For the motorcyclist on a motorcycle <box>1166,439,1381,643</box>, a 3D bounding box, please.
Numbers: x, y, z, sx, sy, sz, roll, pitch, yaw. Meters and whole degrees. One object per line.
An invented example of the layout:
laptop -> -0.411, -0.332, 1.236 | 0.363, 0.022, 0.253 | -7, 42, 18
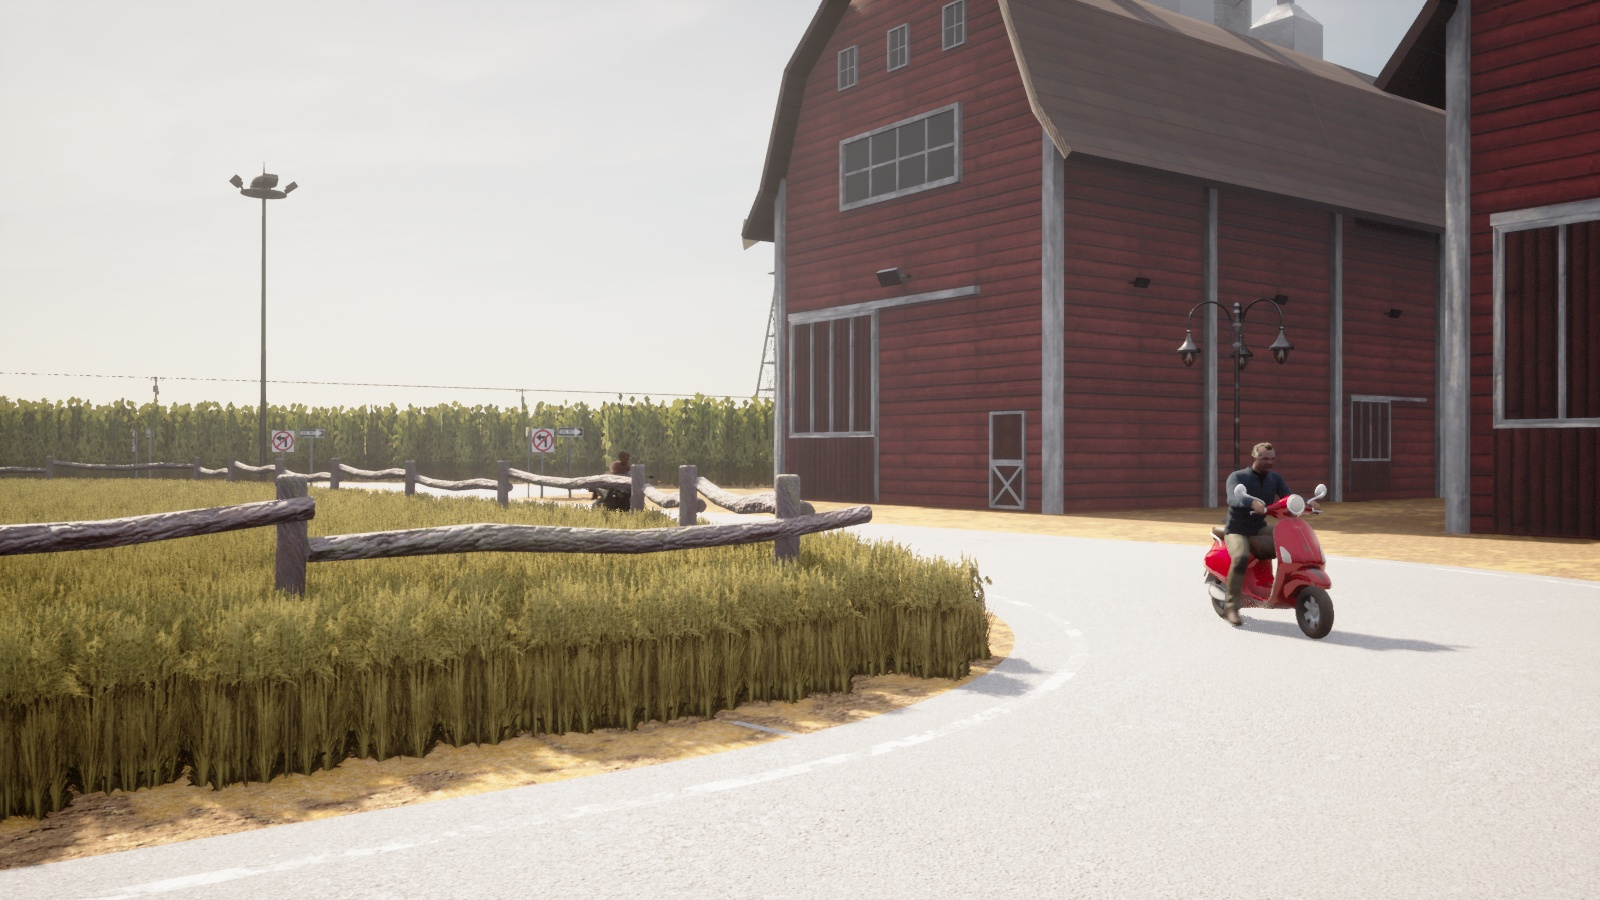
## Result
motorcyclist on a motorcycle -> 3.991, 0.716, 10.765 | 0.866, 1.590, 1.817 | 0, -1, -12

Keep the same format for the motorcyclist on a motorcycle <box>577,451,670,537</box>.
motorcyclist on a motorcycle -> -3.329, 0.792, 23.537 | 0.797, 1.523, 2.044 | 0, 0, -38
